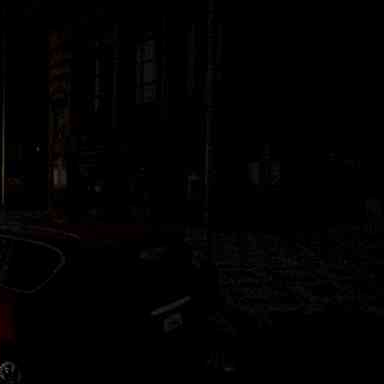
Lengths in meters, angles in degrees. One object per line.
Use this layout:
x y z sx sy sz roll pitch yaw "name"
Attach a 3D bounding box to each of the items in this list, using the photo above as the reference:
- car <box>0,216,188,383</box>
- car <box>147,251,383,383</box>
-2.125 1.250 4.476 5.009 1.841 2.192 1 1 35 "car"
2.444 1.336 1.222 5.009 1.841 2.192 1 1 35 "car"
